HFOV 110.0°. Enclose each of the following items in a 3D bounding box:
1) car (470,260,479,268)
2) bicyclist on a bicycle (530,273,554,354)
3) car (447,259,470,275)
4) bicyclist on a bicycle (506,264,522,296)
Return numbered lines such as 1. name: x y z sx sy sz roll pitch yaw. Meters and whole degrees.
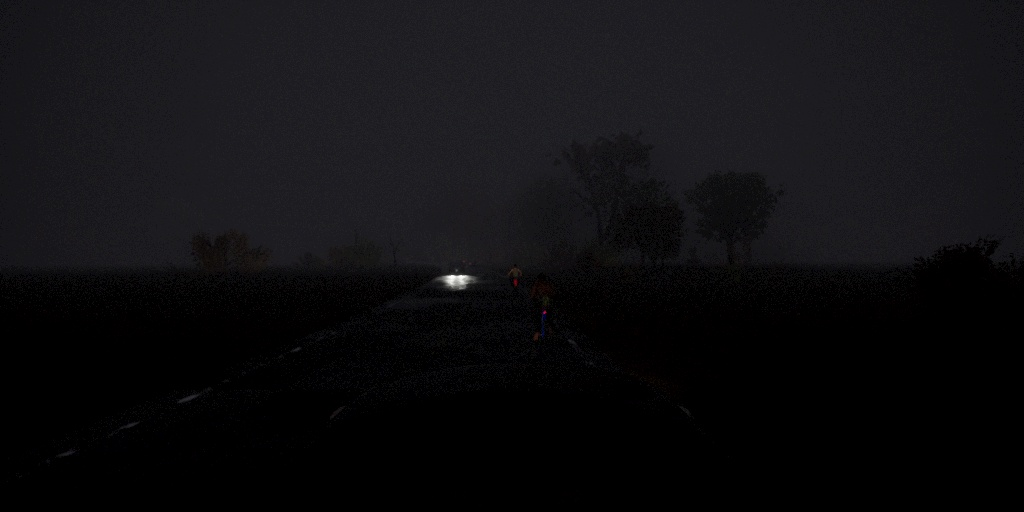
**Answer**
1. car: -6.590 1.321 59.360 2.033 1.411 5.357 0 0 -13
2. bicyclist on a bicycle: 0.681 1.203 7.873 0.582 1.620 1.656 0 0 -2
3. car: -6.064 1.253 39.363 2.128 1.511 4.902 0 0 -9
4. bicyclist on a bicycle: 0.156 1.188 18.177 0.866 1.612 1.509 0 0 -4
